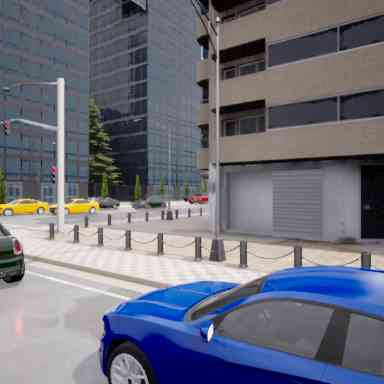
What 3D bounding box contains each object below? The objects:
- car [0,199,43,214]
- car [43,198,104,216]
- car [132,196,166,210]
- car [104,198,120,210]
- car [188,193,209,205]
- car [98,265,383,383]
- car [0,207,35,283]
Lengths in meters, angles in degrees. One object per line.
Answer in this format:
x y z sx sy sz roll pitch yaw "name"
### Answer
-16.389 1.422 31.967 1.882 1.535 5.008 0 0 36 "car"
-11.533 1.422 32.696 1.882 1.535 5.008 0 0 36 "car"
-5.310 1.297 41.292 2.097 1.767 4.553 0 0 36 "car"
-10.789 1.435 39.695 2.128 1.511 4.902 0 0 36 "car"
1.673 1.168 56.845 2.150 2.045 5.566 0 0 36 "car"
1.217 1.478 3.124 5.008 1.535 1.882 0 0 36 "car"
-6.279 1.352 8.464 4.553 1.767 2.097 0 0 36 "car"
